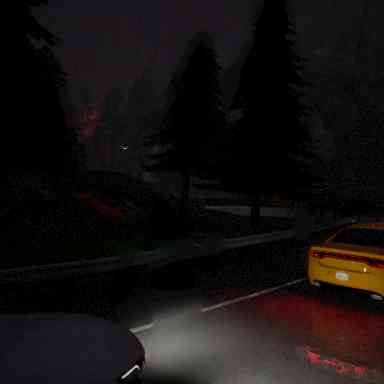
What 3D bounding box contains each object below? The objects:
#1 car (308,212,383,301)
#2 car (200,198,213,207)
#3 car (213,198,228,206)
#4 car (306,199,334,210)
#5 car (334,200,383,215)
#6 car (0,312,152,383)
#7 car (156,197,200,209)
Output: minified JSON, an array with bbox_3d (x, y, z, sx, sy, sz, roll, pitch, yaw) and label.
[{"bbox_3d":[4.749,1.478,8.075,5.008,1.535,1.882,0,0,-42],"label":"car"},{"bbox_3d":[-0.056,1.508,50.309,5.357,1.411,2.033,0,0,35],"label":"car"},{"bbox_3d":[3.279,1.569,52.268,4.718,1.301,1.895,0,0,34],"label":"car"},{"bbox_3d":[15.995,1.356,39.310,4.553,1.767,2.097,0,0,34],"label":"car"},{"bbox_3d":[16.173,1.513,30.707,4.892,1.490,1.837,0,0,34],"label":"car"},{"bbox_3d":[-2.523,1.526,2.208,4.674,1.442,1.812,0,0,-36],"label":"car"},{"bbox_3d":[-2.050,1.509,47.432,5.357,1.411,2.033,0,0,35],"label":"car"}]
